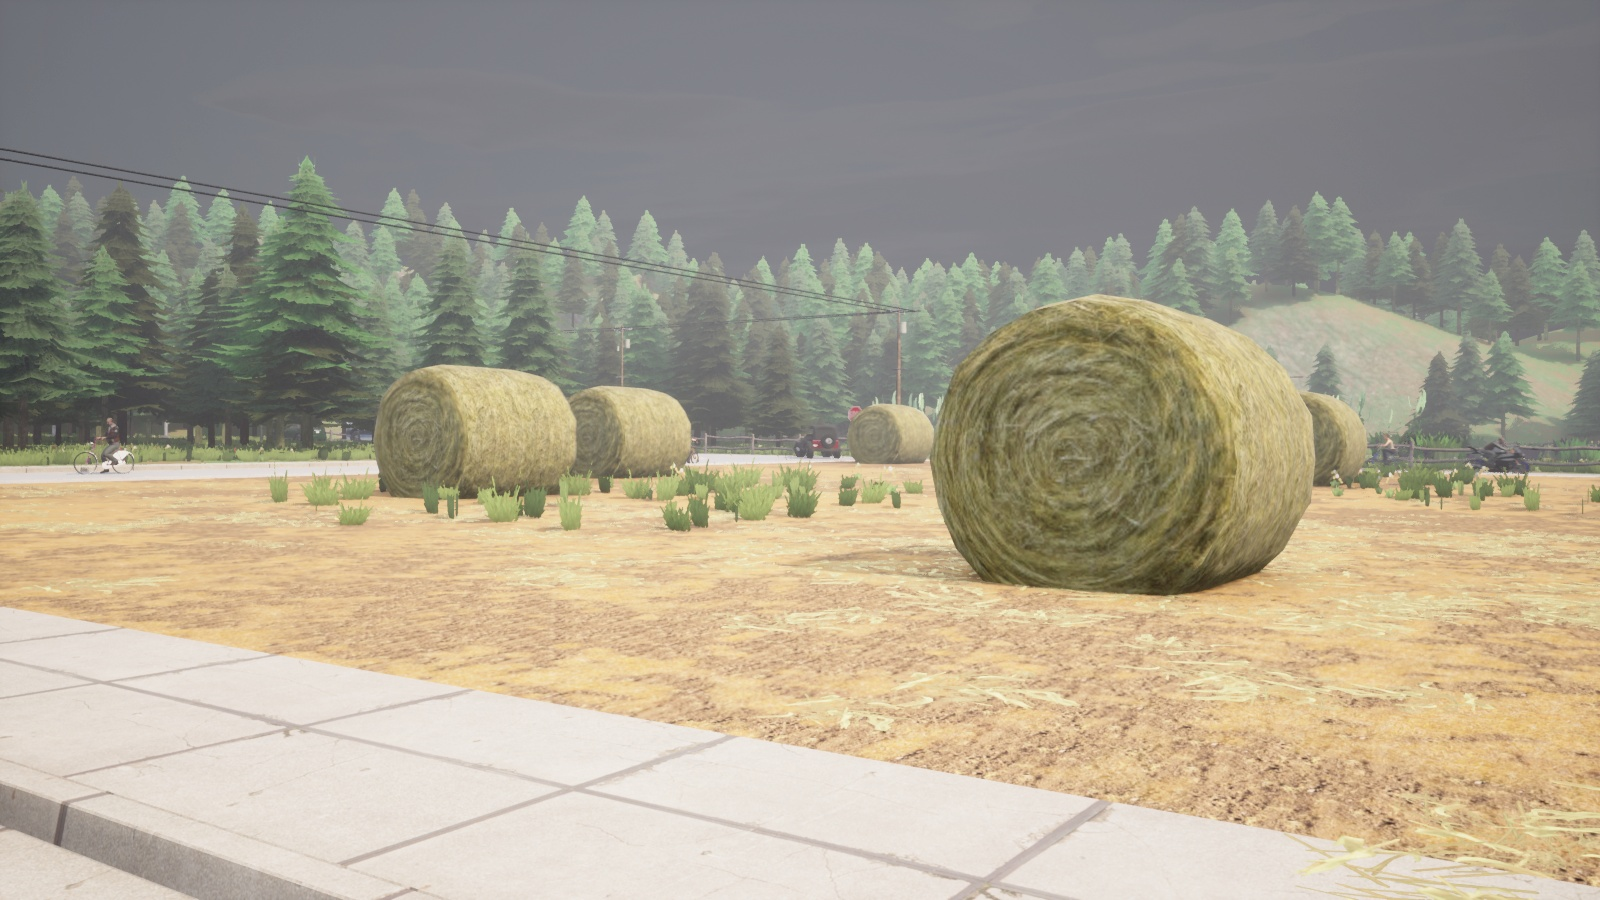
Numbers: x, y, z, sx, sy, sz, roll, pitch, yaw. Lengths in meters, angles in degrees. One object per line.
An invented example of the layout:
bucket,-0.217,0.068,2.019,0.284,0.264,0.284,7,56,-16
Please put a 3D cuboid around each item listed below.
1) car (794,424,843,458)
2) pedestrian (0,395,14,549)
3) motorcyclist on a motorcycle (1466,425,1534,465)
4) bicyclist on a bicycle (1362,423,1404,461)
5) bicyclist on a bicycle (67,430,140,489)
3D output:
car,1.024,-0.511,71.514,1.905,1.878,3.866,-1,1,-14
pedestrian,-9.889,0.265,14.793,0.634,1.844,0.899,-1,1,3
motorcyclist on a motorcycle,27.154,-0.201,48.746,2.191,1.530,0.866,0,1,38
bicyclist on a bicycle,25.337,-0.366,54.548,1.509,1.612,0.866,0,1,38
bicyclist on a bicycle,-21.509,0.277,38.810,0.659,1.776,1.843,0,1,35
